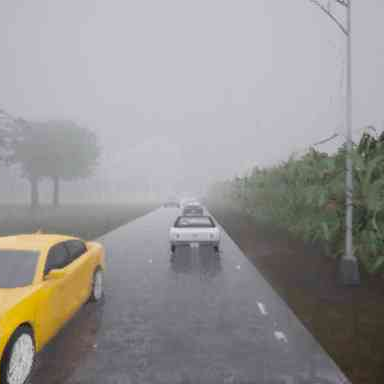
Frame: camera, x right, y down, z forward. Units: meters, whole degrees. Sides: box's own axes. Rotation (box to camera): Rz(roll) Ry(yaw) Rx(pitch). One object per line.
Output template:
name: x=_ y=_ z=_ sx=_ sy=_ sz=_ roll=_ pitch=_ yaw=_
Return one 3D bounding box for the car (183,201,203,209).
car: x=0.109 y=1.559 z=31.907 sx=1.812 sy=1.442 sz=4.674 roll=0 pitch=0 yaw=0

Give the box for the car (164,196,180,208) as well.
car: x=-2.817 y=1.414 z=47.770 sx=2.097 sy=1.767 sz=4.553 roll=0 pitch=0 yaw=0

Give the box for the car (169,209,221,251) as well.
car: x=0.103 y=1.611 z=14.133 sx=1.895 sy=1.301 sz=4.718 roll=0 pitch=0 yaw=0

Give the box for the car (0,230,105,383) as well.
car: x=-2.849 y=1.481 z=5.373 sx=1.882 sy=1.535 sz=5.008 roll=0 pitch=0 yaw=0
